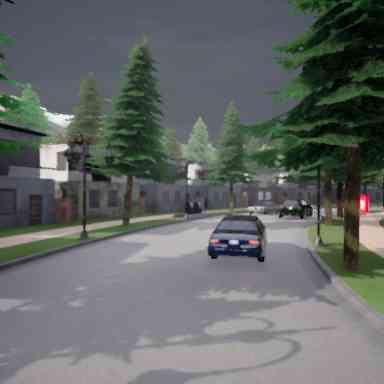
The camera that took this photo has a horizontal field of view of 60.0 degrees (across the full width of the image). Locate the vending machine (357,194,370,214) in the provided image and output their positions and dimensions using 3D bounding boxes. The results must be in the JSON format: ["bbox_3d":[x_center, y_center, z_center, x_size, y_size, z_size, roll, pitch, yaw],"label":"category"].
[{"bbox_3d":[18.591,1.315,36.020,1.100,2.100,0.880,0,0,43],"label":"vending machine"}]

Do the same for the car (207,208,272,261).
[{"bbox_3d":[1.837,1.564,12.444,2.033,1.411,5.357,0,0,13],"label":"car"}]

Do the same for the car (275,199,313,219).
[{"bbox_3d":[9.420,1.419,29.925,2.097,1.767,4.553,0,0,31],"label":"car"}]

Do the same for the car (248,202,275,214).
[{"bbox_3d":[7.310,1.659,33.541,1.895,1.301,4.718,0,0,35],"label":"car"}]
